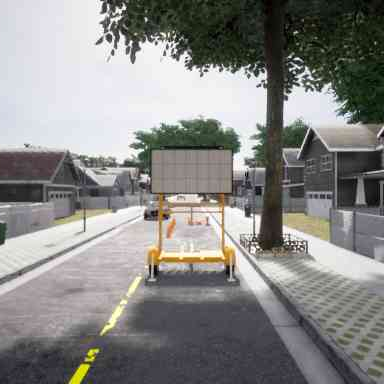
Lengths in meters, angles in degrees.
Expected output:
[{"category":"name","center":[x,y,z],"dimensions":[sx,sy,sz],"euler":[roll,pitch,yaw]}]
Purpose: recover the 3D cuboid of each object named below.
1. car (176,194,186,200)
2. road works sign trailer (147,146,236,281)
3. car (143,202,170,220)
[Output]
[{"category":"car","center":[-2.866,1.122,87.640],"dimensions":[2.150,2.045,5.566],"euler":[0,0,0]},{"category":"road works sign trailer","center":[-0.007,0.462,9.785],"dimensions":[2.380,3.560,2.880],"euler":[0,0,0]},{"category":"car","center":[-2.889,1.543,28.024],"dimensions":[1.994,1.385,4.181],"euler":[0,0,0]}]
